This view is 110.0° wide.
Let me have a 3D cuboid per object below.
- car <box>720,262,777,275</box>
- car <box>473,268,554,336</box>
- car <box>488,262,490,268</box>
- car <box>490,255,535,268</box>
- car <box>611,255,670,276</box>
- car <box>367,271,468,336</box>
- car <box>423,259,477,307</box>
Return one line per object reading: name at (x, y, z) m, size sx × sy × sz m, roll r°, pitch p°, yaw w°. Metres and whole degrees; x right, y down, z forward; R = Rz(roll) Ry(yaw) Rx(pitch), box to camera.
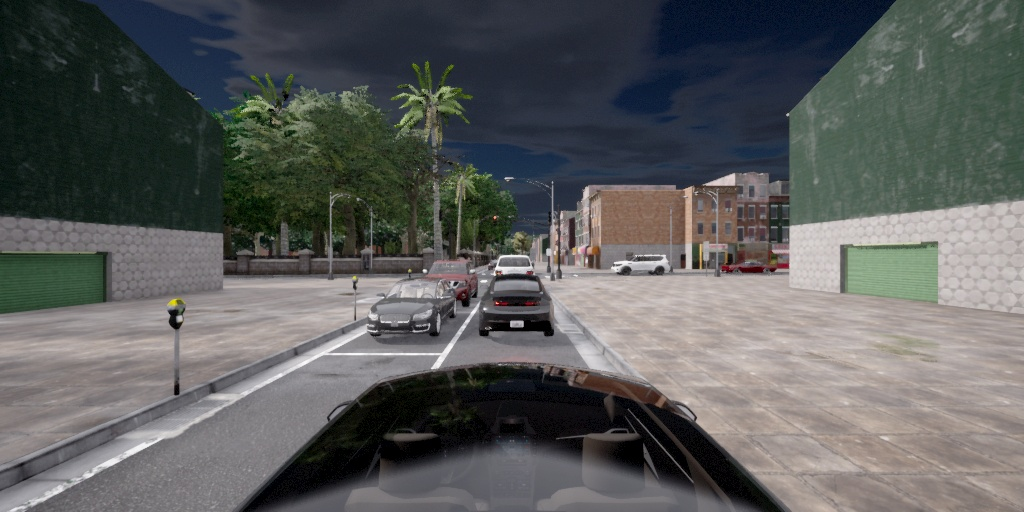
car at (23.613, 1.216, 36.023) m, size 4.718 × 1.301 × 1.895 m, roll 0°, pitch 0°, yaw 0°
car at (0.109, 1.256, 10.336) m, size 1.837 × 1.490 × 4.892 m, roll 0°, pitch 0°, yaw 0°
car at (-2.574, 1.295, 53.819) m, size 1.967 × 1.591 × 4.097 m, roll 0°, pitch 0°, yaw 0°
car at (0.122, 0.981, 20.430) m, size 2.150 × 2.045 × 5.566 m, roll 0°, pitch 0°, yaw 0°
car at (12.899, 0.903, 36.024) m, size 5.566 × 2.045 × 2.150 m, roll 0°, pitch 0°, yaw 0°
car at (-2.628, 1.301, 10.210) m, size 2.007 × 1.370 × 4.403 m, roll 0°, pitch 0°, yaw 0°
car at (-2.621, 1.069, 15.673) m, size 2.192 × 1.841 × 5.009 m, roll 0°, pitch 0°, yaw 0°
